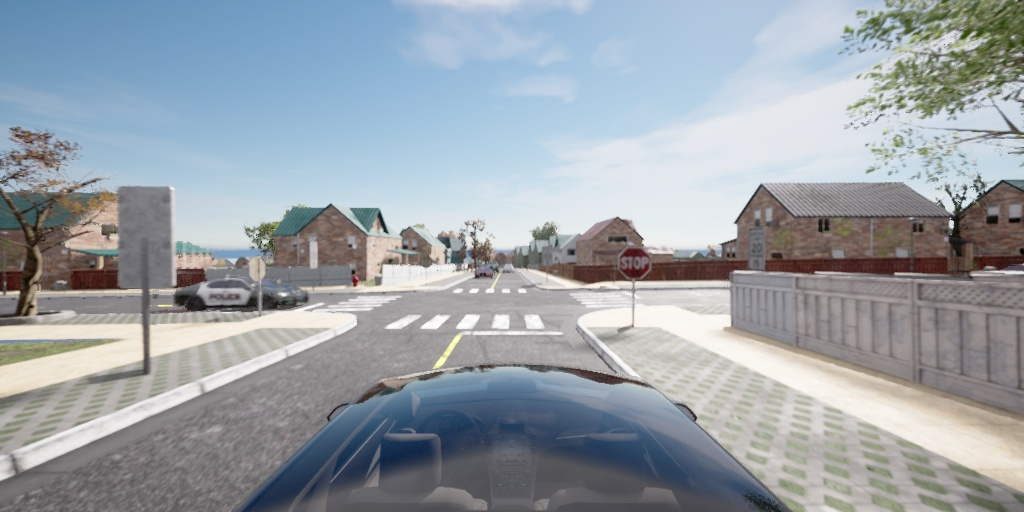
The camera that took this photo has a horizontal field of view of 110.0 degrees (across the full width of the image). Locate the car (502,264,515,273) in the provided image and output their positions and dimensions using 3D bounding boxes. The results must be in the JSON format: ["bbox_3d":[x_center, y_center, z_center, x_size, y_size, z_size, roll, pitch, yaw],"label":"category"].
[{"bbox_3d":[-0.567,2.166,60.988,1.812,1.442,4.674,0,-1,-1],"label":"car"}]

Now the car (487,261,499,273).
[{"bbox_3d":[-3.333,1.870,61.183,2.150,2.045,5.566,0,-1,0],"label":"car"}]

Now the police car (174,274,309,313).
[{"bbox_3d":[-11.901,1.630,16.076,4.974,1.542,2.038,-1,1,0],"label":"police car"}]

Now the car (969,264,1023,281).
[{"bbox_3d":[27.605,1.076,19.123,4.718,1.301,1.895,-1,1,0],"label":"car"}]

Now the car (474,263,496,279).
[{"bbox_3d":[-3.102,1.836,40.172,1.994,1.385,4.181,0,-1,-1],"label":"car"}]
